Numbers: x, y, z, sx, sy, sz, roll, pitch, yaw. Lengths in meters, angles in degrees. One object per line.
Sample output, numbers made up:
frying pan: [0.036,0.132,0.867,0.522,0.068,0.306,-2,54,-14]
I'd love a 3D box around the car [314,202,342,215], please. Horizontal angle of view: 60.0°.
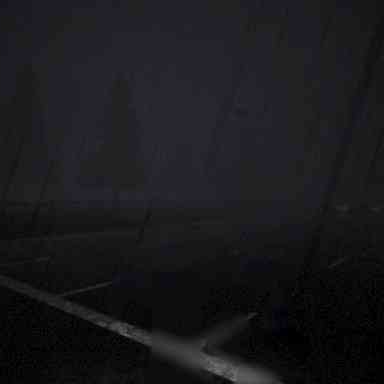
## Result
car: [16.770,2.098,41.503,1.994,1.385,4.181,2,0,37]

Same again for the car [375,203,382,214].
car: [26.794,2.357,49.059,1.882,1.535,5.008,2,0,37]

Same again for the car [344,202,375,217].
car: [20.596,2.149,40.775,1.882,1.535,5.008,2,0,37]

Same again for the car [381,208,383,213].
car: [24.940,2.303,40.738,1.882,1.535,5.008,2,0,37]

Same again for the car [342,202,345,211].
car: [22.713,2.212,49.446,1.882,1.535,5.008,2,0,37]
